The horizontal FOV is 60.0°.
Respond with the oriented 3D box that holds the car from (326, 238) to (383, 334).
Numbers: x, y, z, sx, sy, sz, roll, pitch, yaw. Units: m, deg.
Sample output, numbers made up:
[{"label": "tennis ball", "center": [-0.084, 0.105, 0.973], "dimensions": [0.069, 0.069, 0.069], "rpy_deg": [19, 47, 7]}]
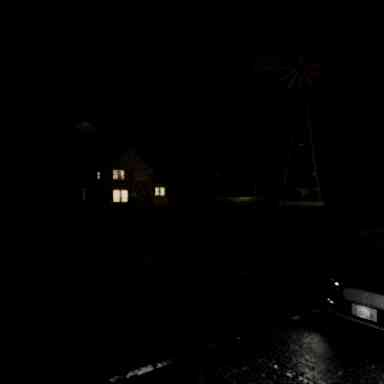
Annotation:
[{"label": "car", "center": [4.508, 1.491, 6.274], "dimensions": [4.902, 1.511, 2.128], "rpy_deg": [0, 0, -35]}]
